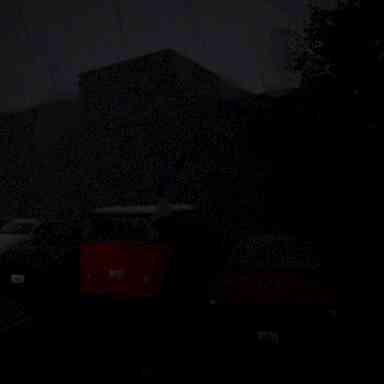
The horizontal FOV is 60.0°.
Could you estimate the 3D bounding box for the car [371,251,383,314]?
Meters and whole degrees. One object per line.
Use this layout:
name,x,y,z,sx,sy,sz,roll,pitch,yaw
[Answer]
car,3.948,1.479,4.646,2.231,1.521,4.892,0,-1,15

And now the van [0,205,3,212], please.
van,-10.372,1.517,14.932,1.878,1.987,4.442,-1,-2,15

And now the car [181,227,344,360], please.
car,1.565,1.479,6.346,2.097,1.535,5.008,0,-1,15

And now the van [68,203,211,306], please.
van,-0.797,1.277,8.155,1.878,1.987,4.442,-1,-1,15

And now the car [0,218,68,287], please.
car,-3.223,1.571,9.706,2.163,1.488,4.792,-1,-1,15

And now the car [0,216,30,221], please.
car,-5.599,1.641,11.427,2.002,1.452,4.674,-1,-1,15

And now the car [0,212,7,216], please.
car,-7.998,1.708,13.124,2.002,1.452,4.674,-1,-1,15
